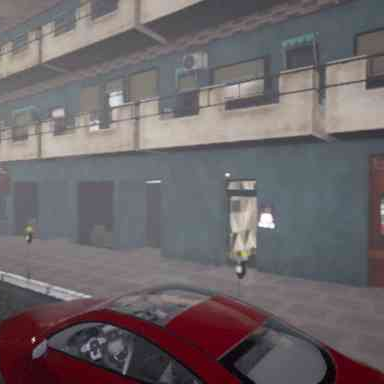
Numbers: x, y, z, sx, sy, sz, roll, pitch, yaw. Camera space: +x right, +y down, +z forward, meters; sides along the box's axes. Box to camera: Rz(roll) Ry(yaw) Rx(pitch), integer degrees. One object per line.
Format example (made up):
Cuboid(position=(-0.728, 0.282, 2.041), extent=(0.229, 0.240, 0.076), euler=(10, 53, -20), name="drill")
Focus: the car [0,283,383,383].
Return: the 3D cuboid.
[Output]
Cuboid(position=(-0.417, 1.586, 3.160), extent=(4.206, 1.307, 1.802), euler=(0, 1, 35), name="car")
